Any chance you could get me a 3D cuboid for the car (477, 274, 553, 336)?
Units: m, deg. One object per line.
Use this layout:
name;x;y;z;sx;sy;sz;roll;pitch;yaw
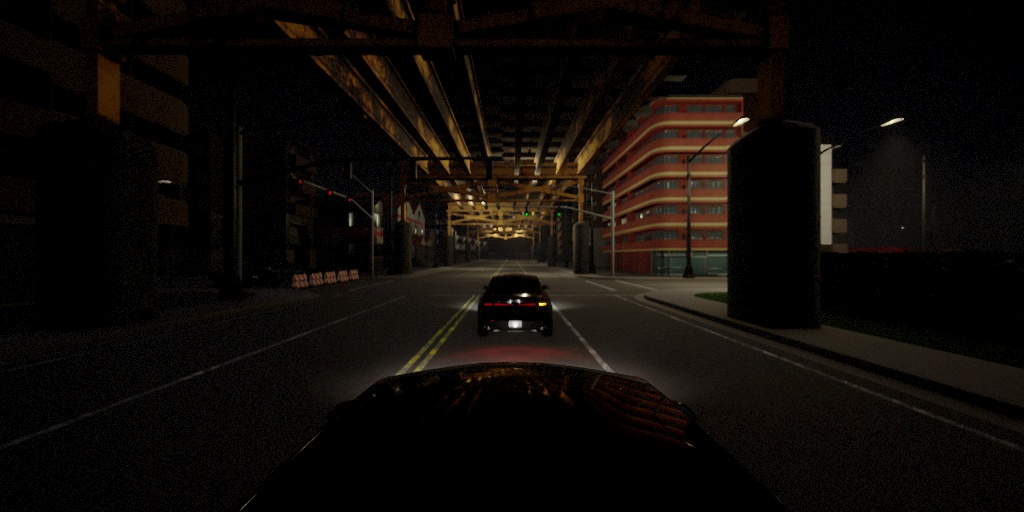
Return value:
car;0.081;1.263;10.359;1.837;1.490;4.892;0;0;0
